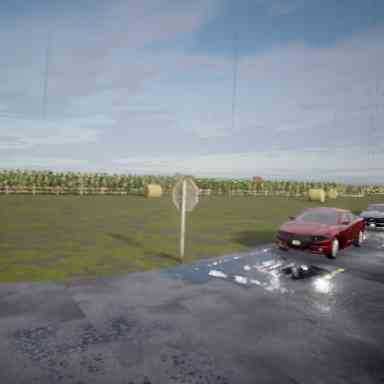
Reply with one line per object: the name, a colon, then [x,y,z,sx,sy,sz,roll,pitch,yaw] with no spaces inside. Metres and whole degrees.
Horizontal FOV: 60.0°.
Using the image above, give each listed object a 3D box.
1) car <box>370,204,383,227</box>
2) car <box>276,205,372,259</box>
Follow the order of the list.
car: [11.589,1.428,20.313,2.033,1.411,5.357,3,2,39]
car: [4.910,1.331,12.378,1.882,1.535,5.008,4,2,40]
